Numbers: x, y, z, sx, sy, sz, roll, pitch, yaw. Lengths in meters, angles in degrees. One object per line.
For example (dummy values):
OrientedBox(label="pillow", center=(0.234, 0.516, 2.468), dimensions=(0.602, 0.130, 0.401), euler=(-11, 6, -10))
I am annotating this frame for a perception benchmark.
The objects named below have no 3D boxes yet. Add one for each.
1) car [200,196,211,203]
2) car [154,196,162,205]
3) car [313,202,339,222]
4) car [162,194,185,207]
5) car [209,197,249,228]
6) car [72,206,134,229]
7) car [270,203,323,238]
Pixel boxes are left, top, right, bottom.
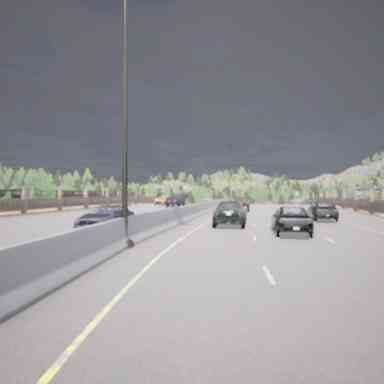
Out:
OrientedBox(label="car", center=(2.722, 1.535, 61.888), dimensions=(1.812, 1.442, 4.674), euler=(0, -1, 11))
OrientedBox(label="car", center=(-5.180, 1.517, 57.766), dimensions=(1.882, 1.535, 5.008), euler=(0, 0, 11))
OrientedBox(label="car", center=(10.551, 1.562, 27.117), dimensions=(2.128, 1.511, 4.902), euler=(0, 0, 10))
OrientedBox(label="car", center=(-2.555, 1.269, 52.791), dimensions=(2.150, 2.045, 5.566), euler=(0, 0, 11))
OrientedBox(label="car", center=(2.637, 1.386, 22.691), dimensions=(2.097, 1.767, 4.553), euler=(0, 0, 10))
OrientedBox(label="car", center=(-5.155, 1.547, 20.343), dimensions=(2.033, 1.411, 5.357), euler=(0, 0, 10))
OrientedBox(label="car", center=(5.396, 1.532, 18.258), dimensions=(2.128, 1.511, 4.902), euler=(0, 0, 10))
